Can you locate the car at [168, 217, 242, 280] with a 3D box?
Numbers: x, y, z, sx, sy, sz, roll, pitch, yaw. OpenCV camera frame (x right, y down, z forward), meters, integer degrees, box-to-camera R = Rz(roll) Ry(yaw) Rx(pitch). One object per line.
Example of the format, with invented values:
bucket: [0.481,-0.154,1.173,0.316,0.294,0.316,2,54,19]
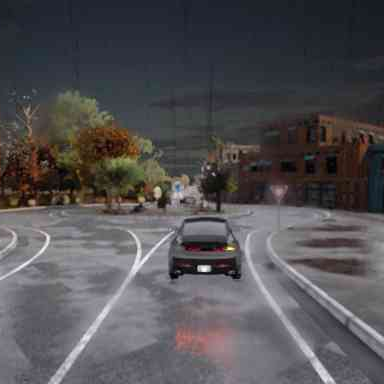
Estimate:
car: [0.416,1.501,9.993,1.837,1.490,4.892,0,0,3]

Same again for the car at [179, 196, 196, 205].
car: [-0.802,1.419,55.148,2.128,1.511,4.902,0,-1,-17]
